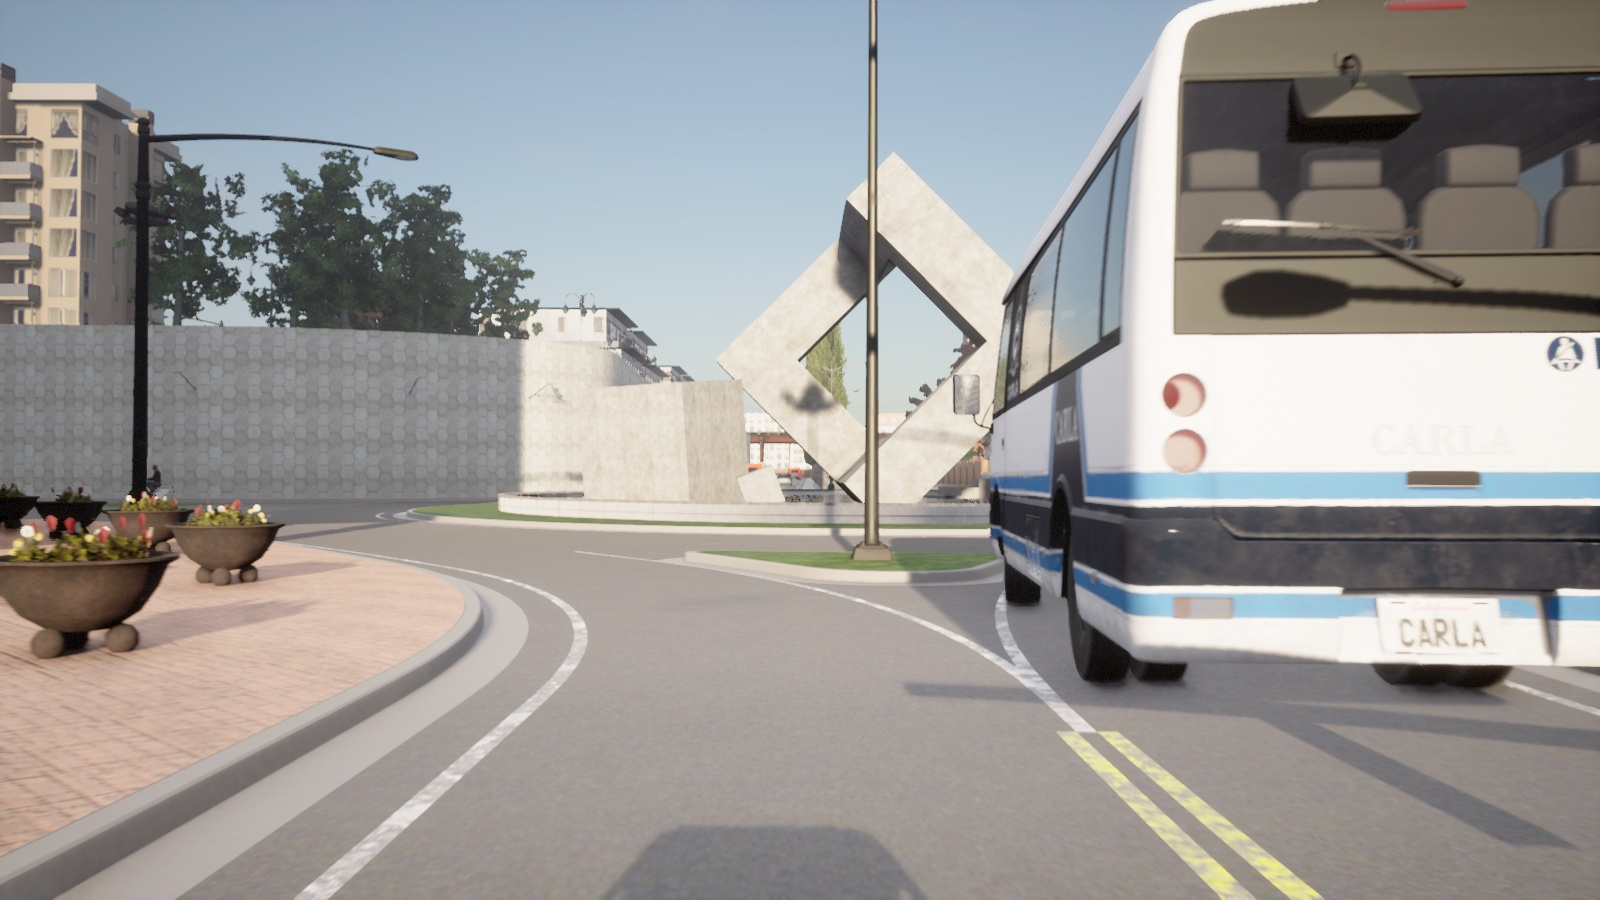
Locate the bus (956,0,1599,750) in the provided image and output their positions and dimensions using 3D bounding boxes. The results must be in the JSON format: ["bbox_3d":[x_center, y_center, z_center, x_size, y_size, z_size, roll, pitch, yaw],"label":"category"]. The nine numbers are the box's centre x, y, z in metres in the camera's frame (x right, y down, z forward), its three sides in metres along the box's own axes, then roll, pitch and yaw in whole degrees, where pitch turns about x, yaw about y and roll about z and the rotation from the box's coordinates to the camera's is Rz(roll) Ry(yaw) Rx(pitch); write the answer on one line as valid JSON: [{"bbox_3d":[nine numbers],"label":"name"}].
[{"bbox_3d":[3.770,-0.358,12.112,3.944,4.253,10.273,-1,-1,4],"label":"bus"}]
